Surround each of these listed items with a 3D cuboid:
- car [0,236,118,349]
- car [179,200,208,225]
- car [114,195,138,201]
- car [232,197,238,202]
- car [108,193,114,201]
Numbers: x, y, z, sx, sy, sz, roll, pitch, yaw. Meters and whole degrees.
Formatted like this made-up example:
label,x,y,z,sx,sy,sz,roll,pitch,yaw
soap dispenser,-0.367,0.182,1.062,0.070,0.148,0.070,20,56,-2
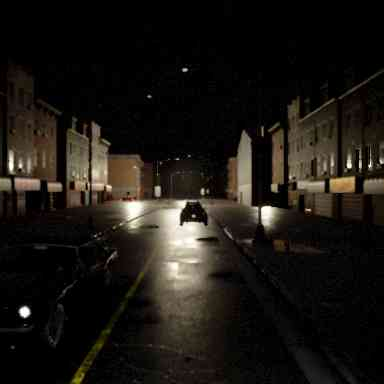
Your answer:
label,x,y,z,sx,sy,sz,roll,pitch,yaw
car,-2.843,1.598,6.362,1.895,1.301,4.718,0,0,0
car,0.113,1.555,23.922,1.994,1.385,4.181,0,0,0
car,-14.654,1.443,75.861,4.507,1.381,1.887,0,0,0
car,11.757,1.405,75.894,5.009,1.841,2.192,0,-1,0
car,-20.086,1.175,75.857,5.009,1.841,2.192,0,0,0
